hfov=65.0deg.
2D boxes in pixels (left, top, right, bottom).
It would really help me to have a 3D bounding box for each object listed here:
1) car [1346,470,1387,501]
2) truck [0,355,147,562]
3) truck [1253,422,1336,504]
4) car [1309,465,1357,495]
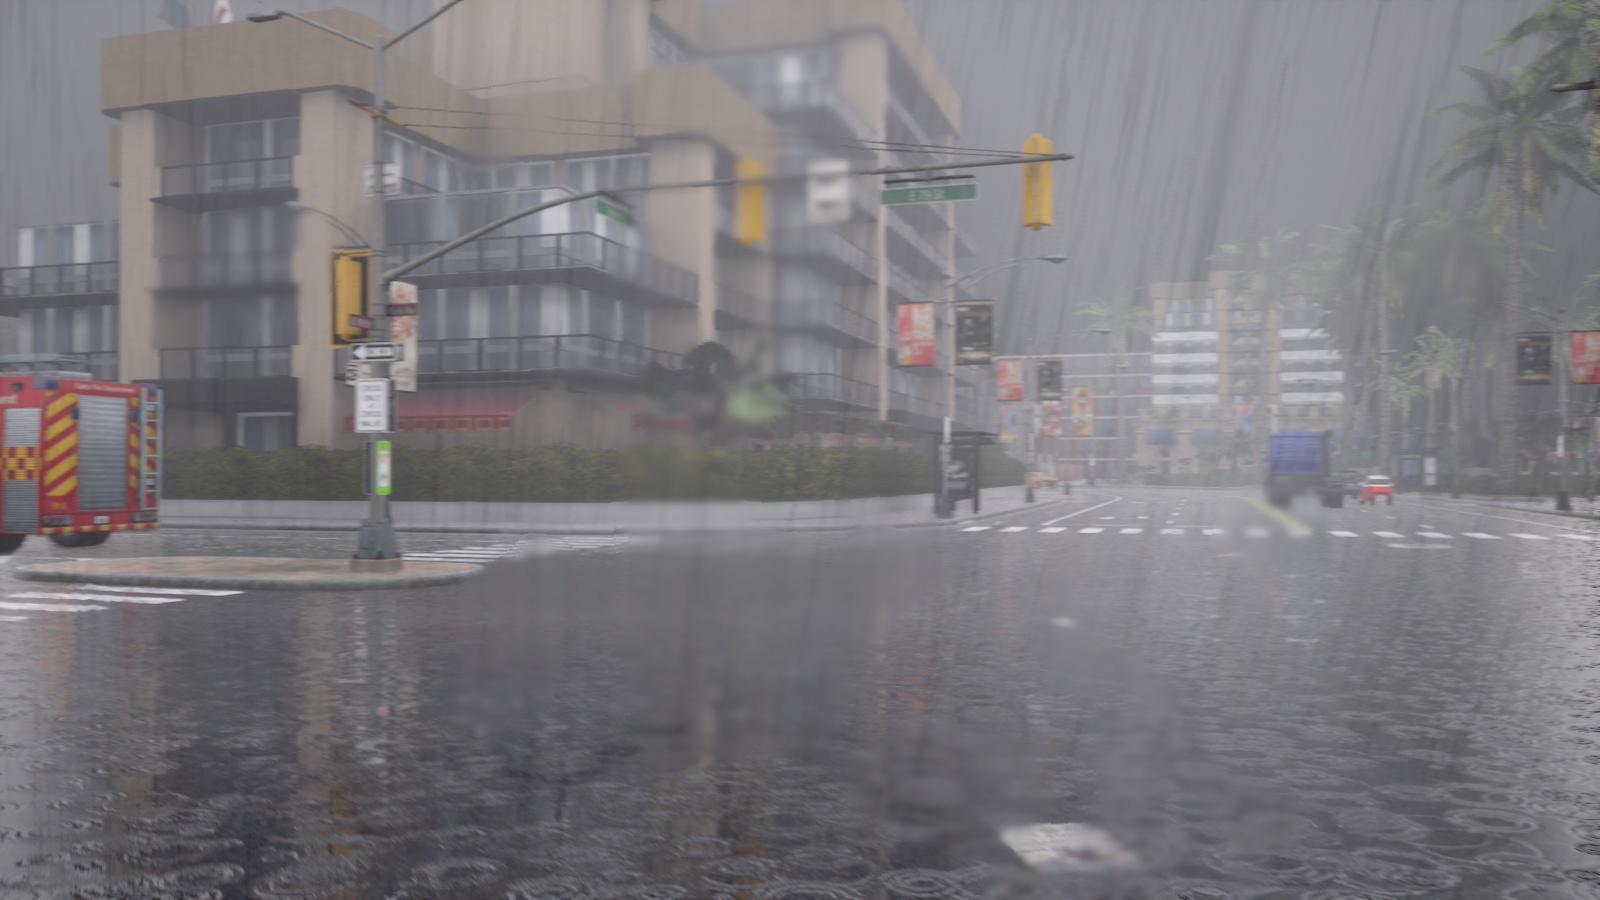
[{"bbox_3d":[26.510,1.656,58.797,1.481,1.376,2.207,-1,-1,17],"label":"car"},{"bbox_3d":[-17.977,0.230,25.821,8.468,3.827,2.891,-1,-1,17],"label":"truck"},{"bbox_3d":[22.168,0.617,56.675,2.891,3.462,7.936,-1,-1,17],"label":"truck"},{"bbox_3d":[29.902,1.670,70.510,1.851,1.617,3.988,-1,-1,14],"label":"car"}]
